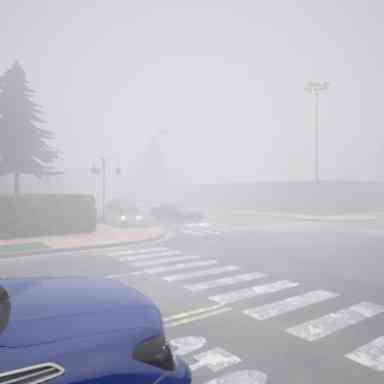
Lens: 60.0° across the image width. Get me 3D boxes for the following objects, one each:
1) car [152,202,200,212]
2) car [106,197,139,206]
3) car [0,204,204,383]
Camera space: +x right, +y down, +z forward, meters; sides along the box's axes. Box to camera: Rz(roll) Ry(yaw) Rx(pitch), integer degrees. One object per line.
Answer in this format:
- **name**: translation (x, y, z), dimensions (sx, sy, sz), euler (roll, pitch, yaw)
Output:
- **car**: translation (-1.339, 1.521, 25.862), dimensions (2.033, 1.411, 5.357), euler (0, 0, -36)
- **car**: translation (-7.123, 1.326, 33.980), dimensions (2.097, 1.767, 4.553), euler (0, 0, -35)
- **car**: translation (-2.662, 1.223, 1.870), dimensions (5.566, 2.045, 2.150), euler (0, 0, -35)
